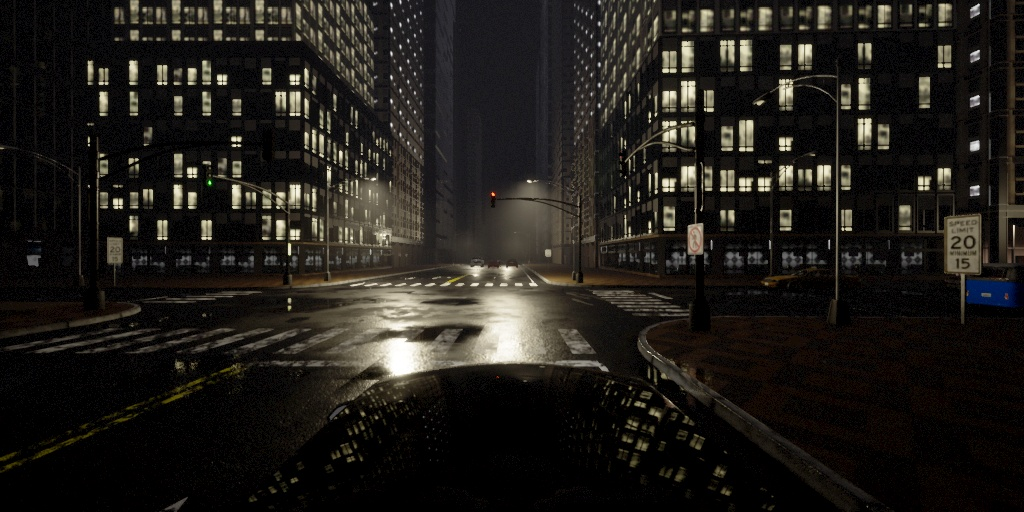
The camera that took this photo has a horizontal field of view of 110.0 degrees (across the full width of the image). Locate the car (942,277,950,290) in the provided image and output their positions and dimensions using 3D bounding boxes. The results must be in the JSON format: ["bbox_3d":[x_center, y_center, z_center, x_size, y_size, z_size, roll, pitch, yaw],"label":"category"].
[{"bbox_3d":[26.926,1.356,20.099,4.207,1.307,1.802,0,0,2],"label":"car"}]

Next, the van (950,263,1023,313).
[{"bbox_3d":[18.360,1.119,12.413,3.998,1.789,1.690,0,0,2],"label":"van"}]

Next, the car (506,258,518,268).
[{"bbox_3d":[0.013,1.212,63.559,2.097,1.767,4.553,0,0,0],"label":"car"}]

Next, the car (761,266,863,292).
[{"bbox_3d":[17.091,1.293,20.585,4.829,1.417,1.751,0,0,2],"label":"car"}]

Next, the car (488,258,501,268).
[{"bbox_3d":[-3.237,1.460,63.203,1.895,1.301,4.718,0,0,0],"label":"car"}]
